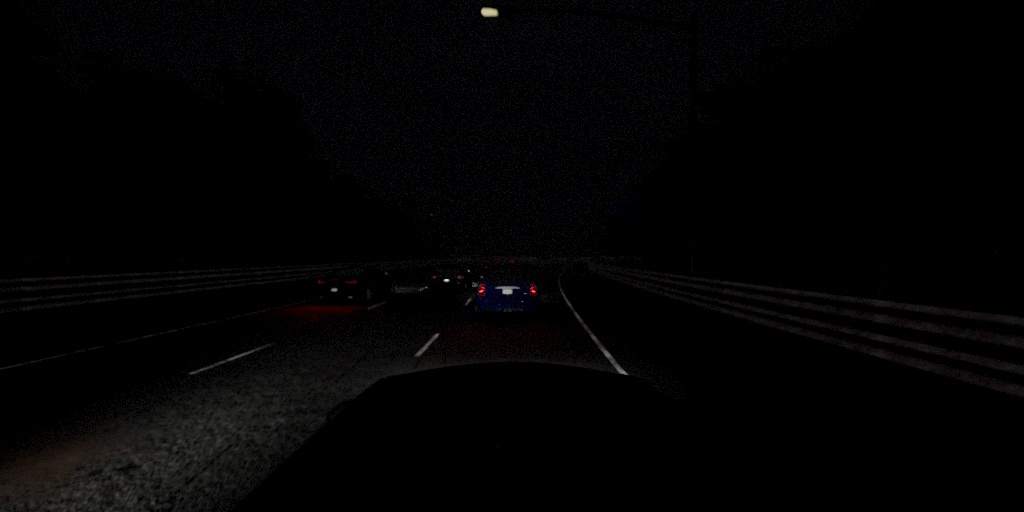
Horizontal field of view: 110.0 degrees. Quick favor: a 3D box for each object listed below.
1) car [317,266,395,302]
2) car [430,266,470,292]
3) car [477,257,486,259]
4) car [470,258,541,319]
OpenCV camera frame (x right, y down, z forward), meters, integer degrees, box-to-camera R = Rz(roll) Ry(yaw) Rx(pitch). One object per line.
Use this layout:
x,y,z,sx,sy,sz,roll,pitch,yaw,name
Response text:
-7.045,1.190,16.722,1.882,1.535,5.008,0,0,0,car
-3.488,1.281,21.193,1.994,1.385,4.181,0,0,0,car
-3.276,1.192,48.333,1.812,1.442,4.674,0,0,0,car
-0.129,1.093,12.956,2.097,1.767,4.553,0,0,0,car
